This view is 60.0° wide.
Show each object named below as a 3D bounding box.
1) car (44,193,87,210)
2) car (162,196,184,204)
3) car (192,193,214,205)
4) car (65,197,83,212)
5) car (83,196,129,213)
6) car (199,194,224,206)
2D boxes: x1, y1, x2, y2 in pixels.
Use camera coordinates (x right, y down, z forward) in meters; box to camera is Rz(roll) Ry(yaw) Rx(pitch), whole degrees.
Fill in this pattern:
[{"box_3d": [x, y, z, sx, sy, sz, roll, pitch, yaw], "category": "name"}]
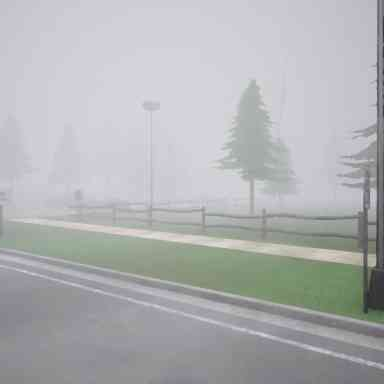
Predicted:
[{"box_3d": [-16.750, 1.221, 44.385, 2.150, 2.045, 5.566, 0, 0, 35], "category": "car"}, {"box_3d": [-3.578, 1.477, 63.075, 1.882, 1.535, 5.008, 0, 0, 36], "category": "car"}, {"box_3d": [2.127, 1.223, 59.019, 2.150, 2.045, 5.566, 0, 0, 36], "category": "car"}, {"box_3d": [-12.113, 1.564, 38.825, 1.994, 1.385, 4.181, 0, 0, 35], "category": "car"}, {"box_3d": [-9.178, 1.477, 36.914, 1.882, 1.535, 5.008, 0, 0, 35], "category": "car"}, {"box_3d": [3.657, 1.525, 55.131, 1.812, 1.442, 4.674, 0, 0, 35], "category": "car"}]
